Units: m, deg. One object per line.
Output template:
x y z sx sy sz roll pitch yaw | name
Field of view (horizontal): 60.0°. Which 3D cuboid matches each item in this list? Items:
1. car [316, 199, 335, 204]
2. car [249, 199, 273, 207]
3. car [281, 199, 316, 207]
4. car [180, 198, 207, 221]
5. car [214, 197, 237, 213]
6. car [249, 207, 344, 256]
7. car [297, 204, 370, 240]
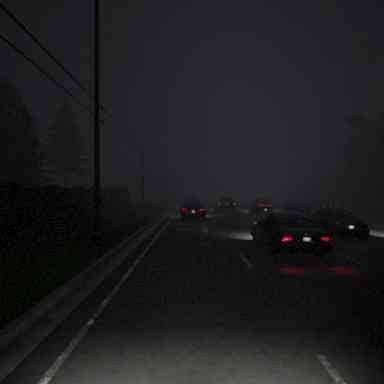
14.090 1.490 36.262 2.033 1.411 5.357 0 0 0 | car
7.091 1.451 34.523 1.837 1.490 4.892 0 0 0 | car
10.590 1.424 34.054 1.882 1.535 5.008 0 0 0 | car
0.093 1.462 26.625 2.163 1.488 4.792 0 0 0 | car
3.591 1.295 36.467 2.097 1.767 4.553 0 0 0 | car
3.596 1.527 12.921 2.033 1.411 5.357 0 0 0 | car
7.095 1.537 16.810 1.994 1.385 4.181 0 0 0 | car
